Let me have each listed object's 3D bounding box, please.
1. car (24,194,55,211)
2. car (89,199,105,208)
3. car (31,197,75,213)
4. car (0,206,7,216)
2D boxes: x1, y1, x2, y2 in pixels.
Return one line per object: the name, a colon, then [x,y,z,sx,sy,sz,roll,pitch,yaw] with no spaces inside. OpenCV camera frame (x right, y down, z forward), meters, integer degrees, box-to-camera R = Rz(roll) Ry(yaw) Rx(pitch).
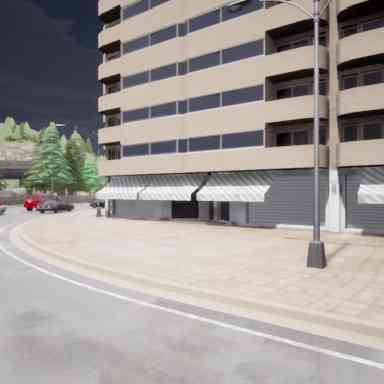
car: [-17.870,1.221,40.487,2.150,2.045,5.566,0,0,14]
car: [-12.064,1.601,46.621,1.895,1.301,4.718,0,0,27]
car: [-14.945,1.547,36.582,2.033,1.411,5.357,0,0,7]
car: [-18.650,1.601,30.048,1.895,1.301,4.718,0,0,-4]
